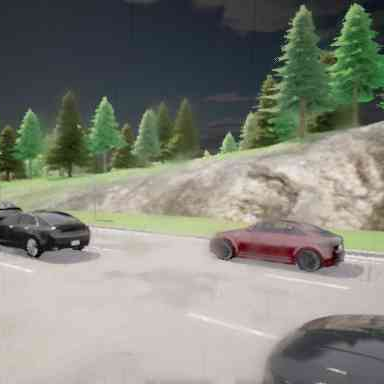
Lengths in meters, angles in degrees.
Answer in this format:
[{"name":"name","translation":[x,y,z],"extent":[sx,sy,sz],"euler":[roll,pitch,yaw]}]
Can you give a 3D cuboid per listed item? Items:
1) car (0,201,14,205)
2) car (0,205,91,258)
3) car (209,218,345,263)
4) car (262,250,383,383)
[{"name":"car","translation":[-13.064,1.345,21.953],"extent":[4.902,1.511,2.128],"euler":[0,0,36]},{"name":"car","translation":[-5.839,1.430,12.444],"extent":[4.892,1.490,1.837],"euler":[0,0,35]},{"name":"car","translation":[2.621,1.539,10.718],"extent":[4.181,1.385,1.994],"euler":[0,0,35]},{"name":"car","translation":[2.826,1.513,1.978],"extent":[4.892,1.490,1.837],"euler":[0,0,35]}]
